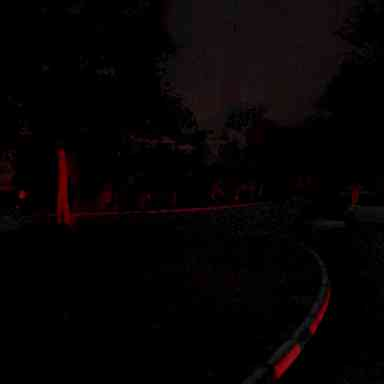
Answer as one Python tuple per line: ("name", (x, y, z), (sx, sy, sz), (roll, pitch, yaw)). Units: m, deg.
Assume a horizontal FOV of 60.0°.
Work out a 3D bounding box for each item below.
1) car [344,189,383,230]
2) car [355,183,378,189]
("car", (10.087, 1.038, 16.859), (2.150, 2.045, 5.566), (-1, 0, -8))
("car", (32.589, -0.980, 62.131), (4.892, 1.490, 1.837), (-7, 3, -29))
